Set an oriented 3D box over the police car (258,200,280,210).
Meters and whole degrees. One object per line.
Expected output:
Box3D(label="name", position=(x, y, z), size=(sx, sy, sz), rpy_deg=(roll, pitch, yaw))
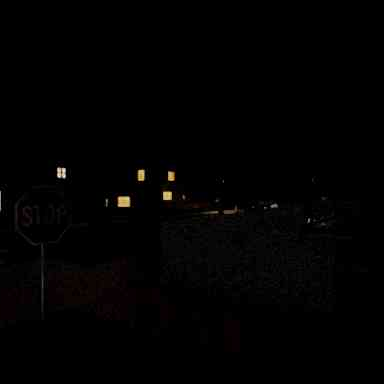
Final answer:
Box3D(label="police car", position=(8.571, 1.726, 38.597), size=(2.038, 1.542, 4.974), rpy_deg=(-1, -1, 34))
